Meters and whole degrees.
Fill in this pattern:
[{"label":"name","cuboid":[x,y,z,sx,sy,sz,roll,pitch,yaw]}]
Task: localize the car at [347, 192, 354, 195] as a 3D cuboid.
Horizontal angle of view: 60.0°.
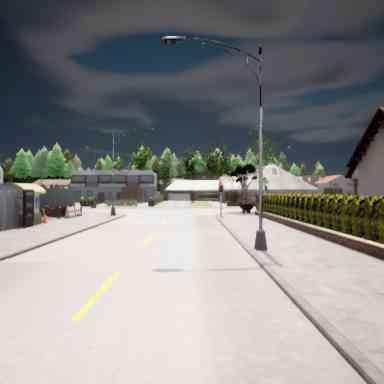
[{"label":"car","cuboid":[38.004,0.951,78.375,1.905,1.878,3.866,0,0,0]}]
